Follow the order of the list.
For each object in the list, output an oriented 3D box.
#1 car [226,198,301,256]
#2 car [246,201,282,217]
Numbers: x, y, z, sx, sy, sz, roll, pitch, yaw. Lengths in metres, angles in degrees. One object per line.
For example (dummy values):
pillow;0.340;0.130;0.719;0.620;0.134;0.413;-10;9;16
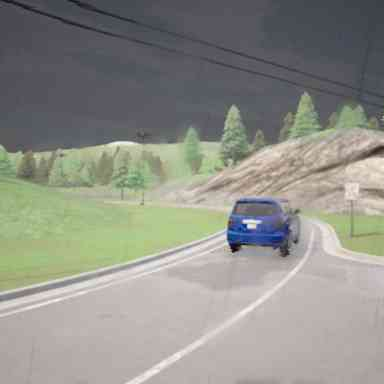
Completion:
car;3.107;1.260;13.630;2.150;2.045;5.566;0;0;24
car;7.225;1.643;34.079;2.033;1.411;5.357;0;0;-6
